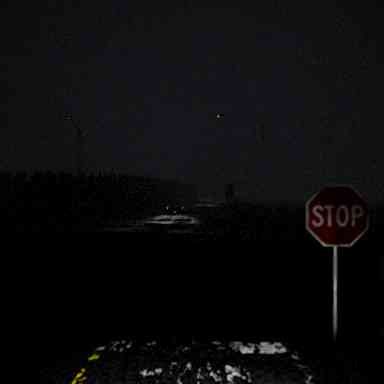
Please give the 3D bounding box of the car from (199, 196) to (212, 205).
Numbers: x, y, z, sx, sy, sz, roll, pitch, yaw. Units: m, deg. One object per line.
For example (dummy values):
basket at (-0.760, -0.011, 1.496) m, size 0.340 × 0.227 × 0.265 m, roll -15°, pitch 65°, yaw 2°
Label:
car at (2.493, 1.512, 59.554) m, size 1.882 × 1.535 × 5.008 m, roll 0°, pitch 1°, yaw 10°

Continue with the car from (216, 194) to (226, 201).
car at (7.306, 1.368, 82.878) m, size 2.097 × 1.767 × 4.553 m, roll 0°, pitch 0°, yaw 13°

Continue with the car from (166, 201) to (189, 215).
car at (-1.449, 1.591, 33.880) m, size 1.895 × 1.301 × 4.718 m, roll 0°, pitch 0°, yaw 5°
